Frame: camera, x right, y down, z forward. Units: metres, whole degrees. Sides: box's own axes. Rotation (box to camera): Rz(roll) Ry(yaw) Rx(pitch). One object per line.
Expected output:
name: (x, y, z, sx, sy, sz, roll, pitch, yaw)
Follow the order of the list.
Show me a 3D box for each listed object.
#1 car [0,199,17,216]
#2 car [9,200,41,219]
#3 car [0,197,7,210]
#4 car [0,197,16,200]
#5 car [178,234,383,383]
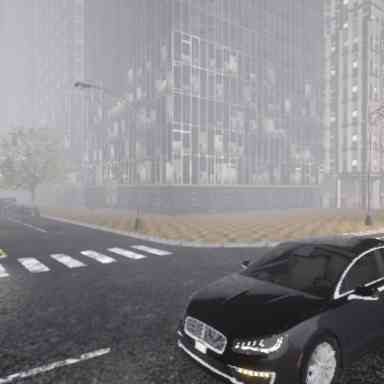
car: (-18.940, 1.783, 35.504, 2.008, 1.369, 4.403, -1, 0, -36)
car: (-15.198, 1.737, 30.728, 2.008, 1.369, 4.403, -1, 0, -36)
car: (-28.790, 1.673, 48.823, 2.192, 1.841, 5.009, -1, 0, -36)
car: (-22.065, 1.587, 39.724, 2.192, 1.841, 5.009, -1, 0, -36)
car: (2.072, 1.492, 5.168, 4.892, 1.490, 1.837, 0, 0, -36)
